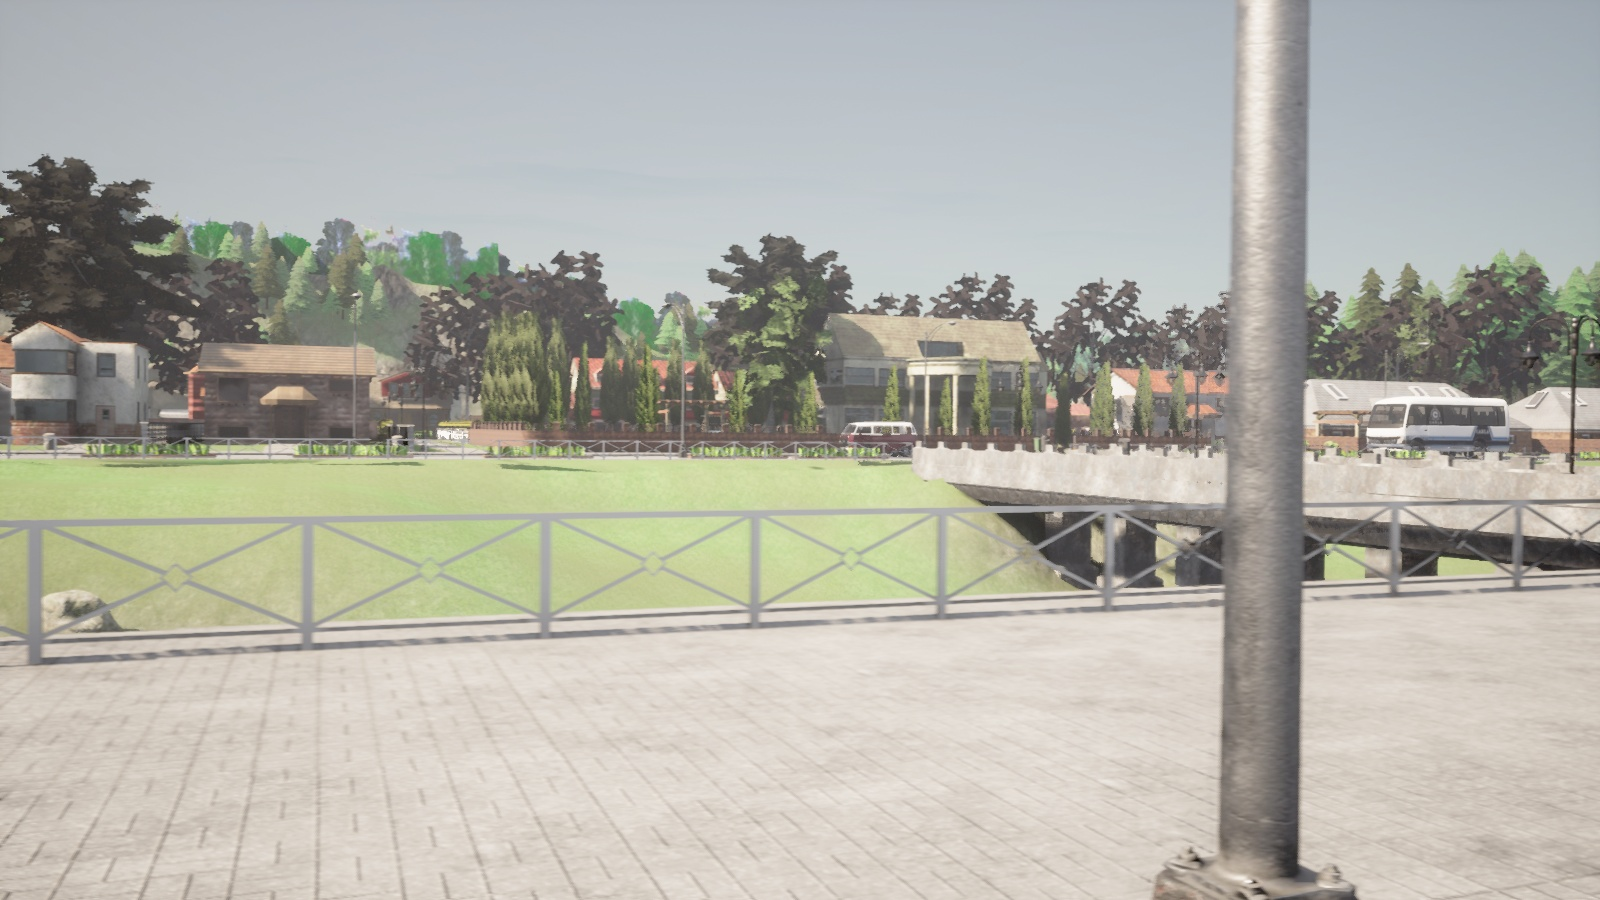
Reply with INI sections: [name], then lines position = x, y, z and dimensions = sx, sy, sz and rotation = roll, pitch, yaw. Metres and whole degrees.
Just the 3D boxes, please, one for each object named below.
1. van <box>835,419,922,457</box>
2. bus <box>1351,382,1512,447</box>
[van]
position = 4.469, -0.689, 71.446
dimensions = 4.480, 2.038, 2.069
rotation = -1, 1, -21
[bus]
position = 43.306, -2.449, 86.167
dimensions = 10.273, 4.253, 3.944
rotation = -1, 1, -21
